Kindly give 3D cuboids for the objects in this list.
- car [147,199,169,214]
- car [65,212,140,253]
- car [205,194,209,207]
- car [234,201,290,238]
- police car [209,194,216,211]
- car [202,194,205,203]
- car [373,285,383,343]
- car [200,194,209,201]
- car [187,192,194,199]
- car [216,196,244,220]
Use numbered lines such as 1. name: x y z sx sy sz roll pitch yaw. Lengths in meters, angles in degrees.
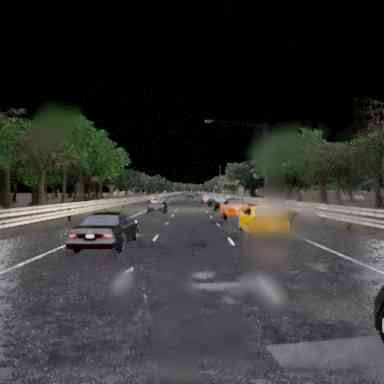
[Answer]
1. car: -3.467 1.421 34.318 2.128 1.511 4.902 0 0 0
2. car: -3.400 1.518 13.583 2.033 1.411 5.357 0 0 0
3. car: 3.333 1.375 49.920 1.882 1.535 5.008 0 0 0
4. car: 3.603 1.441 17.374 1.882 1.535 5.008 0 0 0
5. police car: 3.403 1.345 39.030 1.930 1.638 5.238 0 0 0
6. car: 3.262 1.474 60.949 1.895 1.301 4.718 0 0 0
7. car: 3.600 1.500 2.976 1.837 1.490 4.892 0 1 0
8. car: 3.120 1.301 82.919 1.882 1.535 5.008 0 0 0
9. car: -0.436 1.165 92.033 1.837 1.490 4.892 0 0 0
10. car: 3.475 1.294 27.890 2.097 1.767 4.553 0 0 0
